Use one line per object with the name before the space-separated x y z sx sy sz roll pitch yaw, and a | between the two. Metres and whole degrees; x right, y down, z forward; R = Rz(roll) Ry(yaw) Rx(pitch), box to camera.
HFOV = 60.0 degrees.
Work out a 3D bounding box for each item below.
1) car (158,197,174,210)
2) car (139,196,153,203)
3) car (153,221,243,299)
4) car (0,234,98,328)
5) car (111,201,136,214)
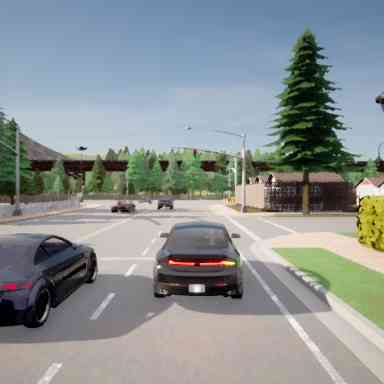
car | -3.411 1.497 43.743 1.837 1.490 4.892 0 -1 0
car | -7.014 1.173 50.738 1.812 1.442 4.674 0 0 0
car | 0.193 1.504 8.465 1.837 1.490 4.892 0 0 2
car | -3.420 1.563 6.979 1.994 1.385 4.181 0 0 0
car | -7.104 1.597 34.790 1.895 1.301 4.718 0 0 0
